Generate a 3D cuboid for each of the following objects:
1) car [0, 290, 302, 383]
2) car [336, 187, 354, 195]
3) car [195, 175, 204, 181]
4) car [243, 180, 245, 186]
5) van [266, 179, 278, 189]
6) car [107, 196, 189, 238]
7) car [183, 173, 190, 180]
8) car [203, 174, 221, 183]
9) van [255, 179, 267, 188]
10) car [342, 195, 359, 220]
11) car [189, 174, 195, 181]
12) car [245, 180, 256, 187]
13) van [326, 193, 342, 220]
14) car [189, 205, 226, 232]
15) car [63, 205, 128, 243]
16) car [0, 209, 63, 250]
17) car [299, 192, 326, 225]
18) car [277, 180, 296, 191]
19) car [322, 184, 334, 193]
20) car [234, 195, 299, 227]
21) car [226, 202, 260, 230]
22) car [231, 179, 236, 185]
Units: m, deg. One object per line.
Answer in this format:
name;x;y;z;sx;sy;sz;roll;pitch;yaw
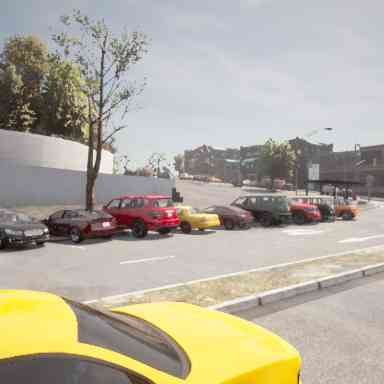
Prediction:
car;-1.304;1.478;2.203;5.008;1.535;1.882;0;0;-35
car;26.433;0.136;56.691;2.002;1.452;4.674;7;3;35
car;3.958;-3.699;88.680;2.435;2.045;5.566;7;3;34
car;12.649;-2.044;76.443;2.002;1.452;4.674;7;4;35
van;17.779;-1.491;68.917;1.878;1.987;4.442;7;4;35
car;-3.296;1.248;17.879;5.566;2.045;2.435;-1;-1;35
car;0.436;-4.086;93.618;2.185;1.767;4.553;4;1;34
car;5.807;-3.176;86.420;1.946;1.575;5.366;7;3;34
van;16.051;-1.765;71.389;1.878;1.987;4.442;7;4;35
car;11.525;1.403;28.207;4.553;1.767;2.185;-1;-1;35
car;2.165;-3.851;91.147;2.185;1.767;4.553;6;3;34
car;14.479;-1.813;74.121;1.946;1.575;5.366;7;3;35
van;9.115;1.297;26.459;4.442;1.987;1.878;-1;-1;35
car;-0.975;1.503;19.705;5.366;1.575;1.946;-1;-1;35
car;-5.742;1.524;16.135;4.792;1.488;2.163;-1;-1;35
car;-8.163;1.494;14.390;4.892;1.521;2.231;-1;-1;35
car;6.575;1.267;24.790;5.566;2.045;2.435;-1;-1;35
car;19.537;-0.993;66.554;2.231;1.521;4.892;7;3;35
car;24.743;-0.427;59.165;2.435;2.045;5.566;7;3;35
car;4.061;1.262;23.087;5.566;2.045;2.435;-1;-1;35
car;1.632;1.549;21.331;4.674;1.452;2.002;-1;-1;35
car;10.908;-2.318;78.906;2.002;1.452;4.674;7;3;35
